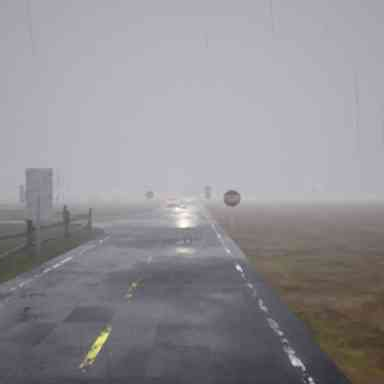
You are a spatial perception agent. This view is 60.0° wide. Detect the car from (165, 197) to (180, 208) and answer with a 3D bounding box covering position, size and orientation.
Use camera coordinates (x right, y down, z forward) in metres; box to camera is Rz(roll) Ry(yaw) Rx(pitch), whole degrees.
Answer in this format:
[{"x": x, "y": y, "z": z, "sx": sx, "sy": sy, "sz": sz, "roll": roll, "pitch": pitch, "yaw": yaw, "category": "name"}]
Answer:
[{"x": -2.760, "y": 1.503, "z": 47.499, "sx": 1.882, "sy": 1.535, "sz": 5.008, "roll": 0, "pitch": 1, "yaw": 0, "category": "car"}]
